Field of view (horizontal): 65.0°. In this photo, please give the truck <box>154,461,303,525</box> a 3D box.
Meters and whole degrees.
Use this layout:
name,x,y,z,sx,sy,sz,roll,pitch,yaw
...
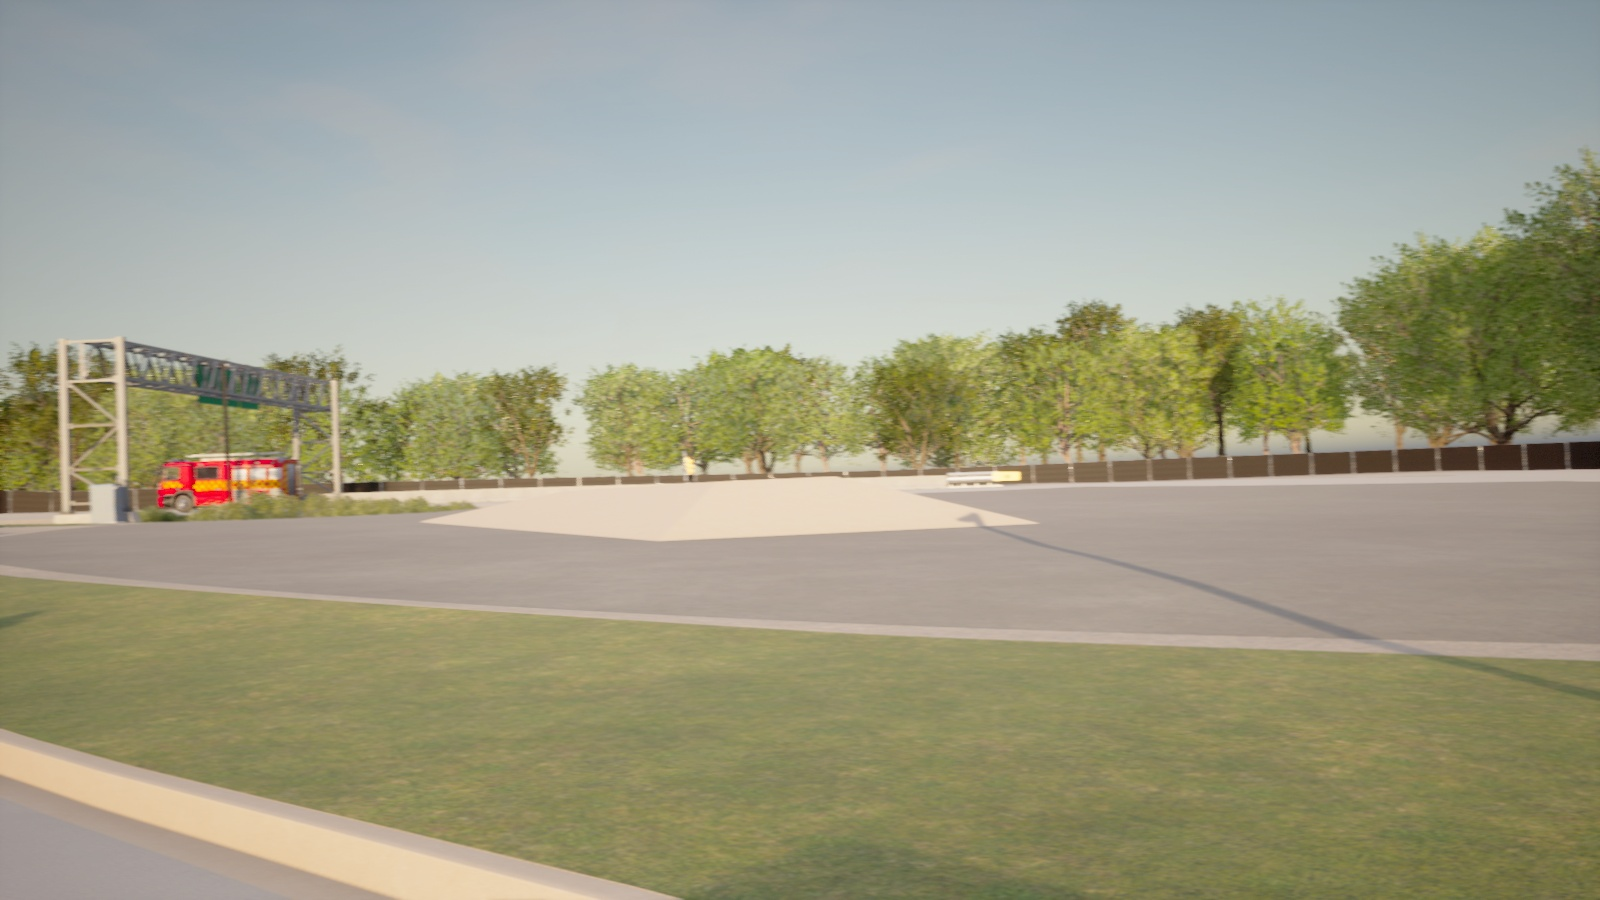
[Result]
name,x,y,z,sx,sy,sz,roll,pitch,yaw
truck,-38.025,2.844,83.725,8.468,3.827,2.891,-3,-1,1
